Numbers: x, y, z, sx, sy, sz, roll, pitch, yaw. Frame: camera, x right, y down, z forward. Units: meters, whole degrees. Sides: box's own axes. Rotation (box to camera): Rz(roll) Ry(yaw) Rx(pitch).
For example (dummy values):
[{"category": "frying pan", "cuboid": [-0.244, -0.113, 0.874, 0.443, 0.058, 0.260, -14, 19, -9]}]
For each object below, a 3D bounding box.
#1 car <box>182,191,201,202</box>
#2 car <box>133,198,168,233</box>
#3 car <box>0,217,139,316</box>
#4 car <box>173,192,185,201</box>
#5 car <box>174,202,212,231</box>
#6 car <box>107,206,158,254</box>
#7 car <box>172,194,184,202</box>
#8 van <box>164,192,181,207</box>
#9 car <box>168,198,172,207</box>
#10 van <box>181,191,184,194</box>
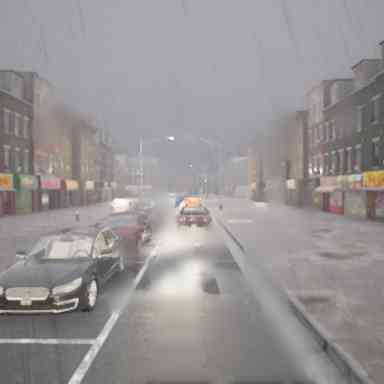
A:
[{"category": "car", "cuboid": [0.151, 1.076, 43.727, 2.097, 1.767, 4.553, 0, 0, 0]}, {"category": "car", "cuboid": [-2.621, 1.319, 18.330, 1.967, 1.590, 4.097, 0, 0, 0]}, {"category": "car", "cuboid": [-2.634, 1.500, 7.464, 2.008, 1.369, 4.403, 0, 0, 0]}, {"category": "car", "cuboid": [-2.561, 0.907, 67.234, 2.192, 1.841, 5.009, 0, 0, 0]}, {"category": "car", "cuboid": [0.122, 1.472, 19.716, 1.895, 1.301, 4.718, 0, 0, 0]}, {"category": "car", "cuboid": [-2.627, 1.459, 12.897, 1.887, 1.381, 4.507, 0, 0, 0]}, {"category": "car", "cuboid": [-2.567, 1.166, 61.801, 1.887, 1.381, 4.507, 0, 0, 0]}, {"category": "van", "cuboid": [-2.595, 1.087, 40.065, 1.690, 1.788, 3.998, 0, 0, 0]}, {"category": "car", "cuboid": [-2.614, 1.371, 23.595, 1.752, 1.417, 4.829, 0, 0, 0]}, {"category": "van", "cuboid": [-2.574, 0.993, 56.366, 1.690, 1.788, 3.998, 0, 0, 0]}]
